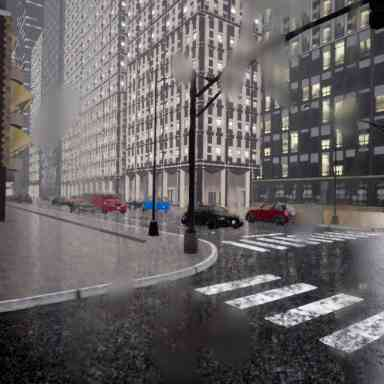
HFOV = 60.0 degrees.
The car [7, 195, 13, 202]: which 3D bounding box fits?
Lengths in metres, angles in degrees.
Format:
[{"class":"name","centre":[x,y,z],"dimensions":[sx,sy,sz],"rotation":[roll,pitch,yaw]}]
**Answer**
[{"class":"car","centre":[-37.100,1.396,69.712],"dimensions":[1.947,1.339,4.313],"rotation":[1,-1,-35]}]

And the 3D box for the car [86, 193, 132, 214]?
[{"class":"car","centre":[-8.617,1.143,34.095],"dimensions":[2.150,2.045,5.566],"rotation":[1,0,-35]}]

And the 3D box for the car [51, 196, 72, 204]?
[{"class":"car","centre":[-24.212,1.504,61.594],"dimensions":[2.033,1.411,5.357],"rotation":[1,-1,-38]}]

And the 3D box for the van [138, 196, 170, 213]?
[{"class":"van","centre":[-4.097,1.382,37.725],"dimensions":[1.690,1.788,3.998],"rotation":[1,-1,-35]}]

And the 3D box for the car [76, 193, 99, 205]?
[{"class":"car","centre":[-18.574,1.248,58.828],"dimensions":[2.150,2.045,5.566],"rotation":[1,-1,-35]}]

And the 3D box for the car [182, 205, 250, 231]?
[{"class":"car","centre":[1.173,1.515,20.342],"dimensions":[1.994,1.385,4.181],"rotation":[1,-1,-36]}]

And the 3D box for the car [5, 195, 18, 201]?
[{"class":"car","centre":[-40.370,1.377,74.317],"dimensions":[2.008,1.369,4.403],"rotation":[1,-1,-35]}]

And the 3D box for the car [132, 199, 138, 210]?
[{"class":"car","centre":[-7.372,1.584,42.328],"dimensions":[2.008,1.369,4.403],"rotation":[1,-1,-35]}]

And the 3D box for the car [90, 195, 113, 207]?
[{"class":"car","centre":[-14.483,1.380,53.075],"dimensions":[2.097,1.767,4.553],"rotation":[1,-1,-35]}]

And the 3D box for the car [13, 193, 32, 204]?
[{"class":"car","centre":[-30.554,1.155,60.504],"dimensions":[2.192,1.841,5.009],"rotation":[1,-1,-35]}]

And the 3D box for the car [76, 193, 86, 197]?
[{"class":"car","centre":[-18.761,1.317,53.887],"dimensions":[2.097,1.767,4.553],"rotation":[1,-1,-36]}]

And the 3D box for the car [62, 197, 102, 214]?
[{"class":"car","centre":[-10.932,1.427,32.871],"dimensions":[2.008,1.369,4.403],"rotation":[1,-1,-35]}]

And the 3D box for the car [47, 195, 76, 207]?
[{"class":"car","centre":[-19.613,1.461,49.737],"dimensions":[2.033,1.411,5.357],"rotation":[1,-1,-35]}]

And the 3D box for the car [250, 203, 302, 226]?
[{"class":"car","centre":[5.714,1.505,23.909],"dimensions":[1.967,1.590,4.097],"rotation":[1,-1,-35]}]

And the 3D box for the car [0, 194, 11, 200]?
[{"class":"car","centre":[-46.816,1.365,83.391],"dimensions":[1.752,1.417,4.829],"rotation":[1,-1,-35]}]

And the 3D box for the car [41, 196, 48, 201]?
[{"class":"car","centre":[-36.812,1.570,83.773],"dimensions":[1.802,1.307,4.206],"rotation":[1,-1,-35]}]
